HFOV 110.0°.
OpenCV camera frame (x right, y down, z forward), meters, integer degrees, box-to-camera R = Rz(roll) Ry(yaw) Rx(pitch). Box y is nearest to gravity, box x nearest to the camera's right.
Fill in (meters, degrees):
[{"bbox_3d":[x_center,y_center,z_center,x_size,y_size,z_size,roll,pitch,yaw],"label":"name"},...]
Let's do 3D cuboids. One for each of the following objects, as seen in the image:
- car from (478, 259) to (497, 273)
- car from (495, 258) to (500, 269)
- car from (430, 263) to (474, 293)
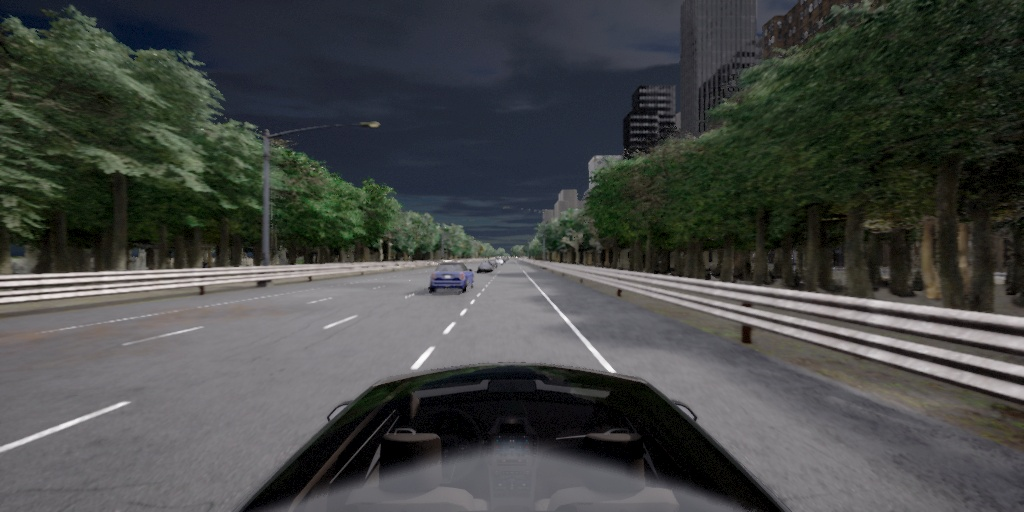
[{"bbox_3d":[-3.539,1.527,48.886,1.994,1.385,4.181,0,0,0],"label":"car"},{"bbox_3d":[-3.554,1.579,64.885,1.812,1.442,4.674,0,0,0],"label":"car"},{"bbox_3d":[-3.514,1.178,21.713,2.097,1.767,4.553,0,0,0],"label":"car"}]
